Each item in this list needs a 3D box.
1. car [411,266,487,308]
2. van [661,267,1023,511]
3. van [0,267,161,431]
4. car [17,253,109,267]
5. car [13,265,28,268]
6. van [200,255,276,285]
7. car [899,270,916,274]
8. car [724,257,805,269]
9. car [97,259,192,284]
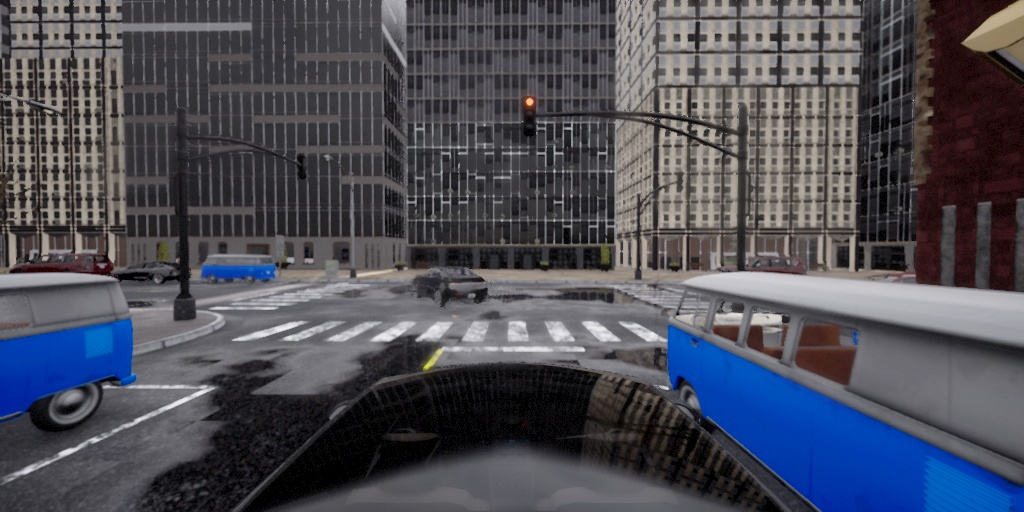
[{"bbox_3d":[-2.794,1.188,15.163,2.128,1.511,4.902,0,1,-33],"label":"car"},{"bbox_3d":[2.691,1.083,2.859,1.690,1.789,3.998,0,0,0],"label":"van"},{"bbox_3d":[-5.690,1.083,2.916,1.690,1.789,3.998,0,0,0],"label":"van"},{"bbox_3d":[-28.133,0.748,22.560,5.009,1.841,2.192,0,0,1],"label":"car"},{"bbox_3d":[-22.690,1.172,14.130,4.507,1.381,1.888,0,0,1],"label":"car"},{"bbox_3d":[-17.088,0.824,22.457,3.998,1.789,1.690,0,0,1],"label":"van"},{"bbox_3d":[15.220,1.360,13.777,4.507,1.381,1.888,0,0,1],"label":"car"},{"bbox_3d":[15.300,0.960,22.155,5.009,1.841,2.192,0,0,1],"label":"car"},{"bbox_3d":[-22.610,1.023,22.508,4.313,1.339,1.948,0,0,1],"label":"car"}]
